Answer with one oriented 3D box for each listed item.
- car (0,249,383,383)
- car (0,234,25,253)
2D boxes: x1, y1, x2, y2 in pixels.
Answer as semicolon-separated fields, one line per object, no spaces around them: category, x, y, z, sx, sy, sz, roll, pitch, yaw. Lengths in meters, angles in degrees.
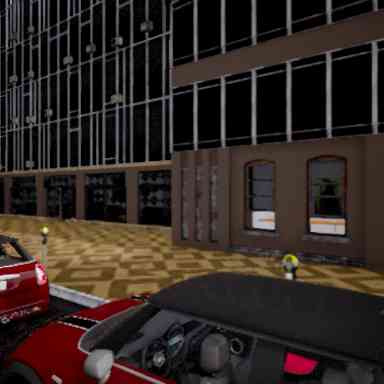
car;0.173;1.438;2.754;4.097;1.590;1.967;0;0;36
car;-4.459;1.427;6.062;4.097;1.590;1.967;0;0;36
